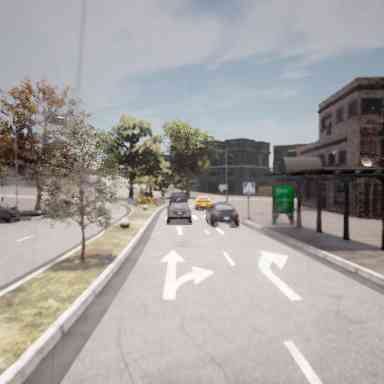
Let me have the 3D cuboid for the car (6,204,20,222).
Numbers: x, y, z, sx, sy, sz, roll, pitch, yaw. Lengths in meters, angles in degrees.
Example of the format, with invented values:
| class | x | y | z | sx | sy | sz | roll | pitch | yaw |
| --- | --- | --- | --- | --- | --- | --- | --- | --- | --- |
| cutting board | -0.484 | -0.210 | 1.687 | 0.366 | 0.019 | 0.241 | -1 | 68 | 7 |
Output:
| class | x | y | z | sx | sy | sz | roll | pitch | yaw |
| --- | --- | --- | --- | --- | --- | --- | --- | --- | --- |
| car | -14.820 | 1.421 | 23.486 | 4.892 | 1.521 | 2.231 | 0 | 0 | -4 |

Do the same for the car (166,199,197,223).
| class | x | y | z | sx | sy | sz | roll | pitch | yaw |
| --- | --- | --- | --- | --- | --- | --- | --- | --- | --- |
| car | -0.989 | 1.475 | 25.093 | 2.033 | 1.411 | 5.357 | 0 | 0 | -3 |

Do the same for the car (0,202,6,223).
| class | x | y | z | sx | sy | sz | roll | pitch | yaw |
| --- | --- | --- | --- | --- | --- | --- | --- | --- | --- |
| car | -14.665 | 1.311 | 20.735 | 4.553 | 1.767 | 2.185 | 0 | 0 | -4 |

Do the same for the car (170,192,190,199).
| class | x | y | z | sx | sy | sz | roll | pitch | yaw |
| --- | --- | --- | --- | --- | --- | --- | --- | --- | --- |
| car | -1.513 | 1.029 | 40.740 | 2.150 | 2.045 | 5.566 | 0 | 1 | 1 |

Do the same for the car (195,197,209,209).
| class | x | y | z | sx | sy | sz | roll | pitch | yaw |
| --- | --- | --- | --- | --- | --- | --- | --- | --- | --- |
| car | 1.370 | 1.286 | 40.617 | 1.882 | 1.535 | 5.008 | 0 | 0 | 0 |

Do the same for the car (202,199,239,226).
| class | x | y | z | sx | sy | sz | roll | pitch | yaw |
| --- | --- | --- | --- | --- | --- | --- | --- | --- | --- |
| car | 2.017 | 1.457 | 22.871 | 1.812 | 1.442 | 4.674 | 0 | 0 | -3 |
